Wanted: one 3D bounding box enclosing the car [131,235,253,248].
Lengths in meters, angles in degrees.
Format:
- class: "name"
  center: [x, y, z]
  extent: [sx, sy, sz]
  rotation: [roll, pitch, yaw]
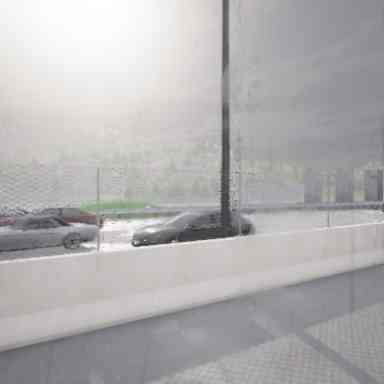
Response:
- class: "car"
  center: [0.160, 1.444, 12.377]
  extent: [4.892, 1.490, 1.837]
  rotation: [0, 0, -33]
